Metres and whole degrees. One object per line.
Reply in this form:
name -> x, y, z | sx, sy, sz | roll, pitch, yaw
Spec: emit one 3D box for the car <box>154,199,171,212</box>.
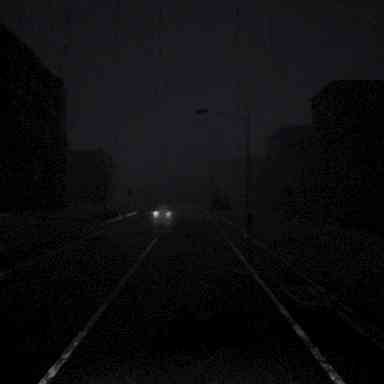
car -> -3.611, 1.642, 41.711 | 1.837, 1.490, 4.892 | 0, 0, 0
